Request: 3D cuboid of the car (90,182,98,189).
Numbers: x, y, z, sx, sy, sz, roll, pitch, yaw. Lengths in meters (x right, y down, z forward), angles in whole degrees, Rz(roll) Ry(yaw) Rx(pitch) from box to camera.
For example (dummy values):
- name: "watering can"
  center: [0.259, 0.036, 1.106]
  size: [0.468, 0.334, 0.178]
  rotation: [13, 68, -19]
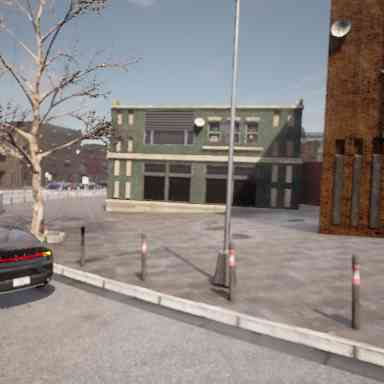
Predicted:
- name: "car"
  center: [-23.958, -1.527, 73.608]
  size: [4.553, 1.767, 2.185]
  rotation: [3, 3, 20]

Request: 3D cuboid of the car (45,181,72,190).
- name: "car"
  center: [-26.845, -1.328, 65.855]
  size: [4.553, 1.767, 2.185]
  rotation: [3, 2, 20]

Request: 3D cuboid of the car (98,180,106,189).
- name: "car"
  center: [-23.035, -1.473, 76.214]
  size: [4.892, 1.521, 2.231]
  rotation: [3, 3, 20]

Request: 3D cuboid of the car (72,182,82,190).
- name: "car"
  center: [-25.921, -1.268, 68.461]
  size: [5.008, 1.535, 2.097]
  rotation: [3, 2, 20]

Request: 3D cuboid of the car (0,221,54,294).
- name: "car"
  center: [-5.156, 1.449, 7.909]
  size: [4.892, 1.490, 1.837]
  rotation: [1, 0, 39]

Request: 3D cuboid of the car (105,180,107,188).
- name: "car"
  center: [-21.121, -1.875, 81.376]
  size: [5.566, 2.045, 2.435]
  rotation: [3, 3, 20]

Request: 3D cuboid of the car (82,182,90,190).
- name: "car"
  center: [-24.954, -1.295, 71.041]
  size: [4.674, 1.452, 2.002]
  rotation: [3, 3, 20]
